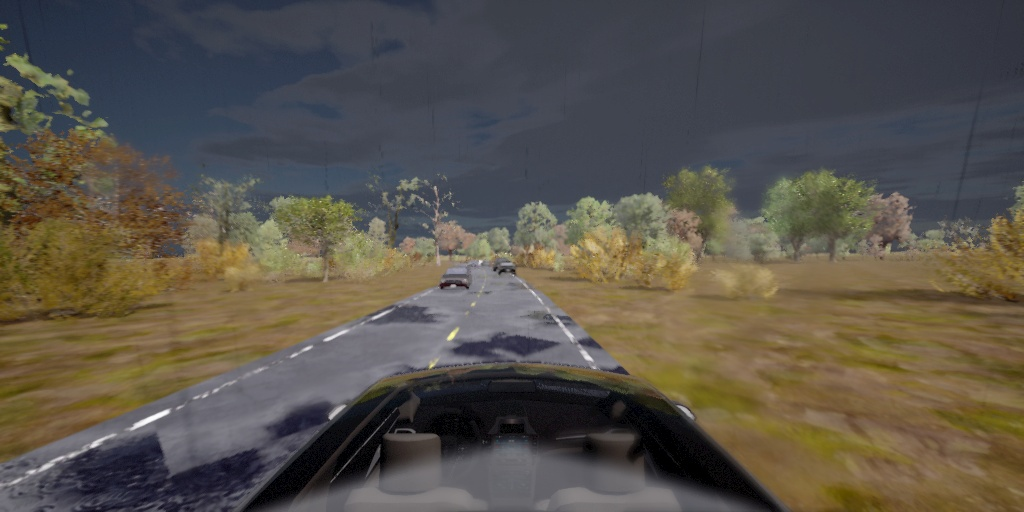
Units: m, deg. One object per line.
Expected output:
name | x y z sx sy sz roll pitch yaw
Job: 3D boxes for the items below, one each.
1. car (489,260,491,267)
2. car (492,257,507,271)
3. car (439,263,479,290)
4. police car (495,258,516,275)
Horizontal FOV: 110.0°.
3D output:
car | -2.144 1.494 57.551 1.882 1.535 5.008 0 0 -6
car | -1.516 1.209 51.586 2.150 2.045 5.566 0 0 -6
car | -3.560 1.412 23.838 2.033 1.411 5.357 0 0 -2
police car | -0.628 1.359 41.656 1.930 1.638 5.238 0 0 -5
